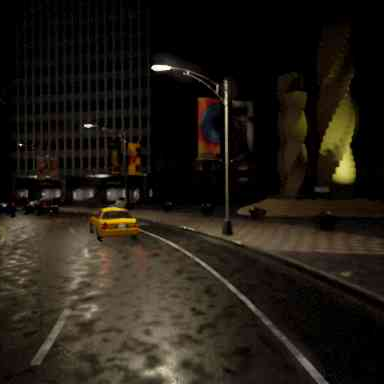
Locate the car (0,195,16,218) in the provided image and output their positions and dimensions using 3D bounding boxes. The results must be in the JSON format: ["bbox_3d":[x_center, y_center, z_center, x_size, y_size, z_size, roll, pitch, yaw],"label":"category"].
[{"bbox_3d":[-17.742,1.257,29.767,5.566,2.045,2.150,0,0,41],"label":"car"}]

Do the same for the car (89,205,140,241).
[{"bbox_3d":[-4.016,1.442,16.615,1.801,1.575,5.366,-1,0,-23],"label":"car"}]

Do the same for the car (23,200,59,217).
[{"bbox_3d":[-14.178,1.503,31.090,4.902,1.511,2.128,0,0,44],"label":"car"}]
